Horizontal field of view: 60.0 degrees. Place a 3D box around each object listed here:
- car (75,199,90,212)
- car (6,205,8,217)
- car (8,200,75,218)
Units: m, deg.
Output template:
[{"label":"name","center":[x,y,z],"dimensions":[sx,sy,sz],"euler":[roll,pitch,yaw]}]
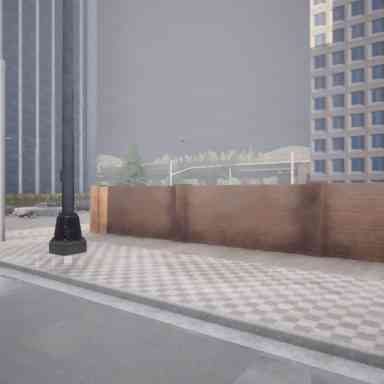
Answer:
[{"label":"car","center":[-12.415,1.547,37.483],"dimensions":[2.033,1.411,5.357],"euler":[0,0,35]},{"label":"car","center":[-18.224,1.547,29.252],"dimensions":[2.033,1.411,5.357],"euler":[0,0,32]},{"label":"car","center":[-13.420,1.601,29.947],"dimensions":[1.895,1.301,4.718],"euler":[0,0,35]}]
